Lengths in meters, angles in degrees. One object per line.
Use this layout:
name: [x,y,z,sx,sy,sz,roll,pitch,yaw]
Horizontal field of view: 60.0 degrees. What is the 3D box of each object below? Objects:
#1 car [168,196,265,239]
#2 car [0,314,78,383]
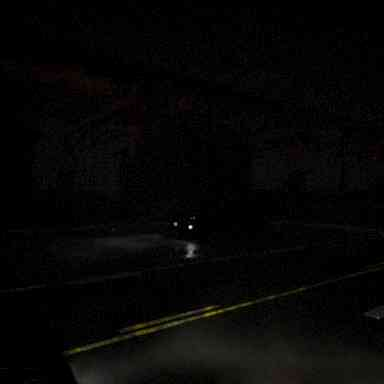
car: [1.460,1.231,17.815,5.566,2.045,2.150,0,0,-35]
car: [-2.897,1.351,1.674,4.553,1.767,2.097,0,0,-36]
